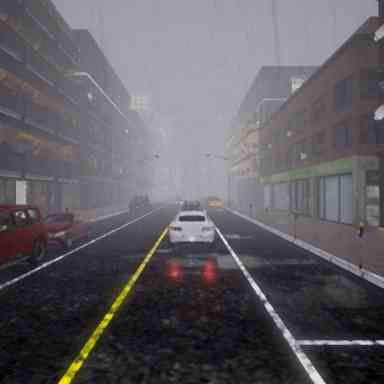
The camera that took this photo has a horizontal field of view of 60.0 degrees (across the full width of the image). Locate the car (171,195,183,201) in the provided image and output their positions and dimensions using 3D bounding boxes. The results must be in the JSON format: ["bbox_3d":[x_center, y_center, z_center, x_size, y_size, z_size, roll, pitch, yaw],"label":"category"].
[{"bbox_3d":[-3.001,1.438,75.913,1.994,1.385,4.181,0,0,0],"label":"car"}]

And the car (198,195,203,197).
[{"bbox_3d":[2.692,1.543,71.005,2.008,1.369,4.403,0,0,0],"label":"car"}]

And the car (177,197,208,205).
[{"bbox_3d":[0.000,1.495,29.649,2.128,1.511,4.902,0,0,0],"label":"car"}]

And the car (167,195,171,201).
[{"bbox_3d":[-5.689,1.539,87.918,2.008,1.369,4.403,0,0,0],"label":"car"}]

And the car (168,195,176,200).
[{"bbox_3d":[-5.689,1.538,93.555,2.008,1.369,4.403,0,0,0],"label":"car"}]

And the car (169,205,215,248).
[{"bbox_3d":[0.000,1.533,14.650,1.812,1.442,4.674,0,0,0],"label":"car"}]

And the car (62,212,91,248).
[{"bbox_3d":[-5.690,1.581,14.647,1.802,1.307,4.206,0,0,0],"label":"car"}]

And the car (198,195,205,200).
[{"bbox_3d":[2.693,1.512,93.720,1.752,1.417,4.829,0,0,0],"label":"car"}]

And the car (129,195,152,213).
[{"bbox_3d":[-5.688,1.313,37.193,2.192,1.841,5.009,0,0,0],"label":"car"}]

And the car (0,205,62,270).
[{"bbox_3d":[-5.688,1.314,9.011,2.192,1.841,5.009,0,0,0],"label":"car"}]

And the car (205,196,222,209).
[{"bbox_3d":[3.150,1.454,46.376,1.801,1.575,5.366,0,0,0],"label":"car"}]
